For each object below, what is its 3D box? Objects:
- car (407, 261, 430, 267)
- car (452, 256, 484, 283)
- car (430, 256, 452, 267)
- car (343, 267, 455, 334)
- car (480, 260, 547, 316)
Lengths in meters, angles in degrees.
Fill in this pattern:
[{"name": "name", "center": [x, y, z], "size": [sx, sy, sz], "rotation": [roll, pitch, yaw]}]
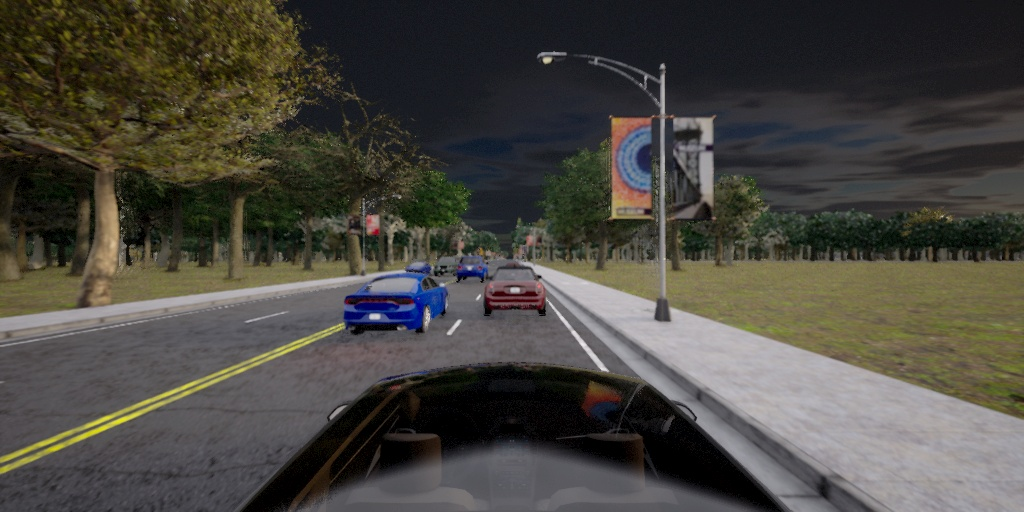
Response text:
[{"name": "car", "center": [-9.839, 1.310, 37.956], "size": [1.882, 1.535, 5.008], "rotation": [0, 0, 0]}, {"name": "car", "center": [-3.147, 1.033, 29.303], "size": [2.150, 2.045, 5.566], "rotation": [0, 0, 0]}, {"name": "car", "center": [-6.593, 1.049, 37.179], "size": [2.150, 2.045, 5.566], "rotation": [0, 0, 0]}, {"name": "car", "center": [-3.150, 1.245, 10.714], "size": [1.882, 1.535, 5.008], "rotation": [0, 0, 0]}, {"name": "car", "center": [0.101, 1.126, 13.678], "size": [2.097, 1.767, 4.553], "rotation": [0, 0, 0]}]
